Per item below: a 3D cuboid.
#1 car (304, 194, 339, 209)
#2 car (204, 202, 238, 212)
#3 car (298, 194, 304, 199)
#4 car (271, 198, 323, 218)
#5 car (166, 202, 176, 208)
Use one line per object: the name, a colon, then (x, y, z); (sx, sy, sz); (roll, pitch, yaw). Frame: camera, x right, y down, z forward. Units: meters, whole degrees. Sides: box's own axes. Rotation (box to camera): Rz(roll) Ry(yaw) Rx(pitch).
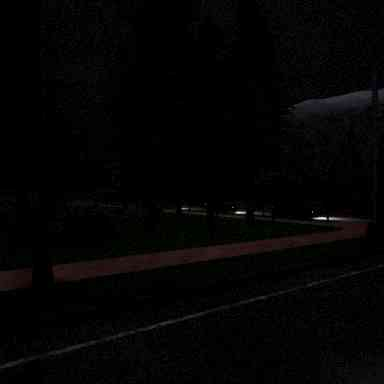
car: (16.737, 1.169, 42.215); (4.605, 1.855, 1.932); (0, 0, -37)
car: (3.338, 1.556, 38.529); (1.994, 1.385, 4.181); (0, 0, -37)
car: (14.920, 1.170, 43.995); (3.866, 1.878, 1.905); (0, 0, -37)
car: (9.299, 1.556, 30.536); (1.994, 1.385, 4.181); (0, 0, -37)
car: (-3.352, 1.556, 47.434); (1.994, 1.385, 4.181); (0, 0, -37)
